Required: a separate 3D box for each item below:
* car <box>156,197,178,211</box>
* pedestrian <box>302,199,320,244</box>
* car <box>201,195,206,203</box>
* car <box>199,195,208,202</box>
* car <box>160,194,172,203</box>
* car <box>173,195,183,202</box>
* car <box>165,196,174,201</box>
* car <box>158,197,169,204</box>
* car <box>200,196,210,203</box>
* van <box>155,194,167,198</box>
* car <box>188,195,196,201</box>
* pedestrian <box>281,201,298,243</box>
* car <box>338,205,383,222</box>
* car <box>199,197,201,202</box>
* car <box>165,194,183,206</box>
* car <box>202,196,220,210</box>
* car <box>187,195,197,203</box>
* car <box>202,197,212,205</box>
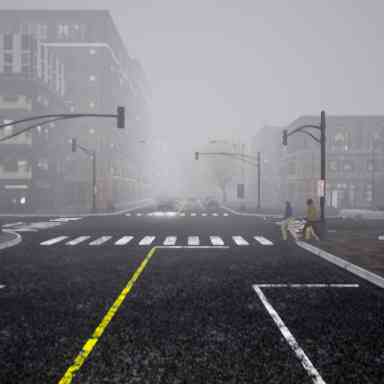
[{"bbox_3d":[-3.078,1.606,39.940,1.895,1.301,4.718,0,0,0],"label":"car"},{"bbox_3d":[4.774,1.135,13.344,0.375,1.860,0.375,0,0,0],"label":"pedestrian"},{"bbox_3d":[2.695,1.456,49.187,1.967,1.590,4.097,0,0,0],"label":"car"},{"bbox_3d":[2.697,1.502,77.671,1.967,1.590,4.097,0,0,0],"label":"car"},{"bbox_3d":[-5.685,1.365,71.977,2.192,1.841,5.009,0,0,0],"label":"car"},{"bbox_3d":[-2.991,1.464,72.939,2.128,1.511,4.902,0,0,0],"label":"car"},{"bbox_3d":[-5.683,1.625,83.370,2.008,1.369,4.403,0,0,0],"label":"car"},{"bbox_3d":[-5.685,1.621,66.280,1.802,1.307,4.206,0,0,0],"label":"car"},{"bbox_3d":[2.697,1.601,71.974,2.008,1.369,4.403,0,0,0],"label":"car"},{"bbox_3d":[-5.686,1.372,60.583,1.690,1.788,3.998,0,0,0],"label":"van"},{"bbox_3d":[0.009,1.520,80.680,2.033,1.411,5.357,0,0,0],"label":"car"},{"bbox_3d":[4.263,1.287,14.545,0.375,1.860,0.375,0,0,0],"label":"pedestrian"},{"bbox_3d":[13.997,1.659,25.781,4.718,1.301,1.895,0,0,0],"label":"car"},{"bbox_3d":[2.695,1.463,54.884,1.967,1.590,4.097,0,0,0],"label":"car"},{"bbox_3d":[-3.062,1.573,56.969,2.033,1.411,5.357,0,0,0],"label":"car"},{"bbox_3d":[2.694,1.560,43.490,2.008,1.369,4.403,0,0,0],"label":"car"},{"bbox_3d":[0.008,1.594,70.673,1.994,1.385,4.181,0,0,0],"label":"car"},{"bbox_3d":[2.695,1.612,60.581,1.802,1.307,4.206,0,0,0],"label":"car"}]
